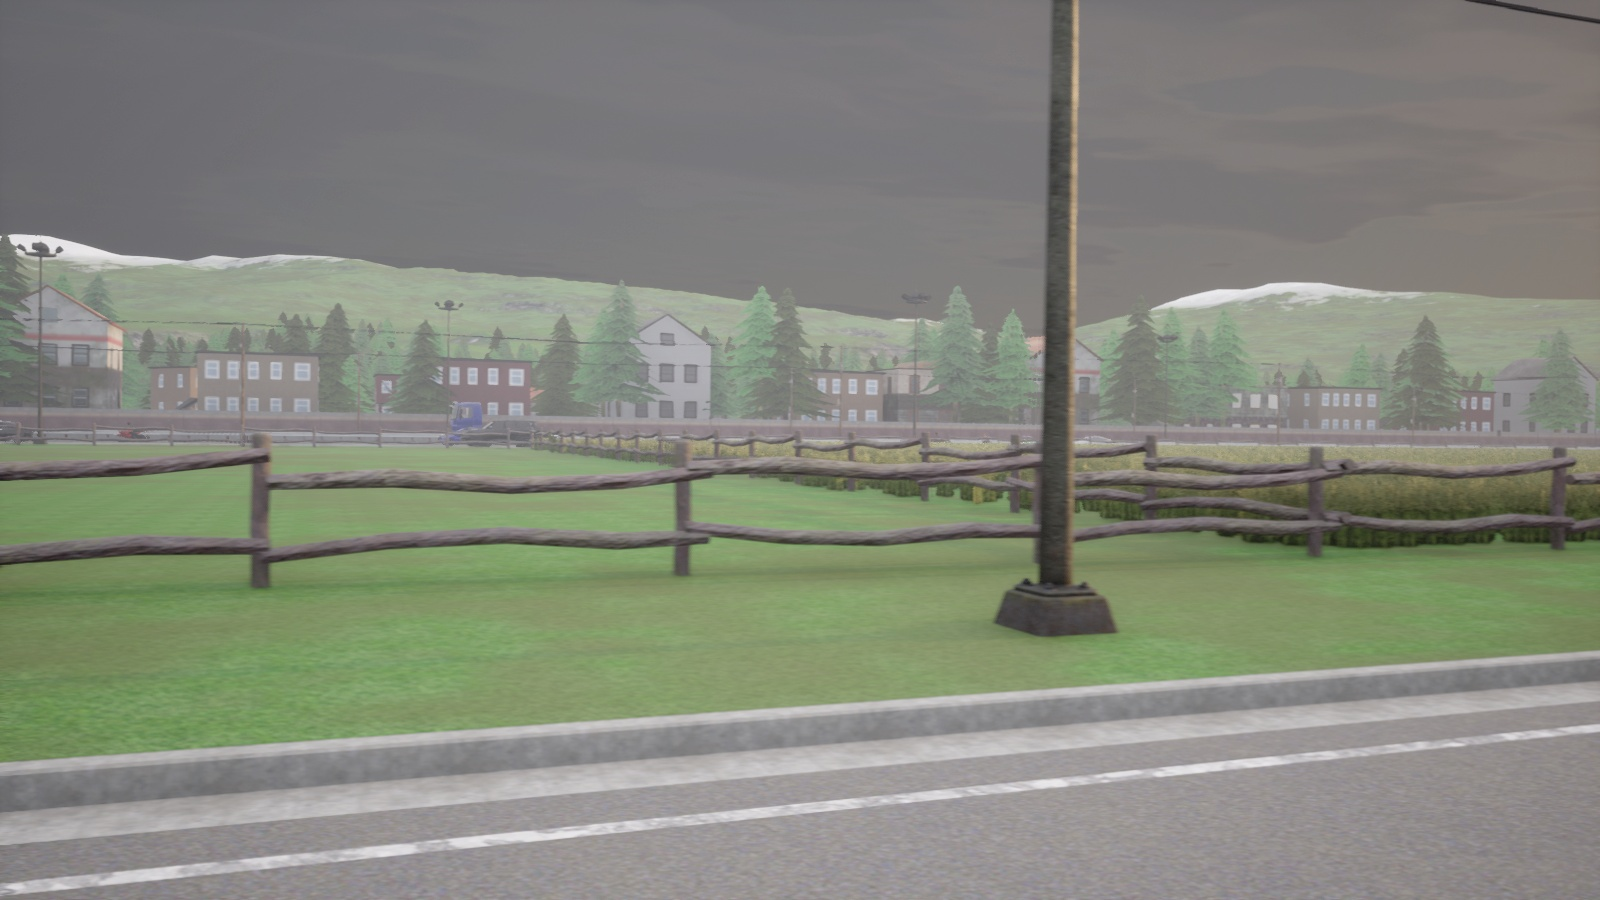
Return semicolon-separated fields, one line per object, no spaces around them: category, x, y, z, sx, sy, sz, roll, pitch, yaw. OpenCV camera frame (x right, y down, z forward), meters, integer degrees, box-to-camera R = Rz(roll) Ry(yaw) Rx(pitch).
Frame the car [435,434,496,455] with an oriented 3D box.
car;-24.887;-0.415;93.469;4.193;1.474;1.816;-1;1;-21

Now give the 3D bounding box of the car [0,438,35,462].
car;-51.614;0.019;79.723;4.892;1.490;1.837;-1;1;-21

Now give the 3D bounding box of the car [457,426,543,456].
car;-20.880;-0.652;87.492;5.566;2.045;2.150;-1;1;-21
